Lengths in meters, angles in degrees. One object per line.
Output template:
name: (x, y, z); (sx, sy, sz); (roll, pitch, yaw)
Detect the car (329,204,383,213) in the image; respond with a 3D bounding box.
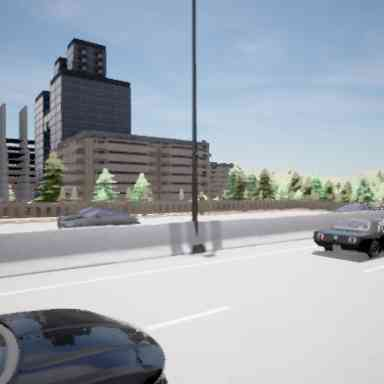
car: (12.711, 1.665, 25.970); (5.357, 1.411, 2.033); (0, 0, -36)

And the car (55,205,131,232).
car: (-6.246, 1.605, 21.035); (4.181, 1.385, 1.994); (0, 0, -36)

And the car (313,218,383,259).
car: (6.900, 1.661, 12.975); (4.718, 1.301, 1.895); (0, 0, -36)

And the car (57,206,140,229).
car: (-4.866, 1.600, 17.720); (4.181, 1.385, 1.994); (0, 0, -36)

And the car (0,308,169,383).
car: (-2.475, 1.475, 2.012); (5.008, 1.535, 1.882); (0, 0, -35)
